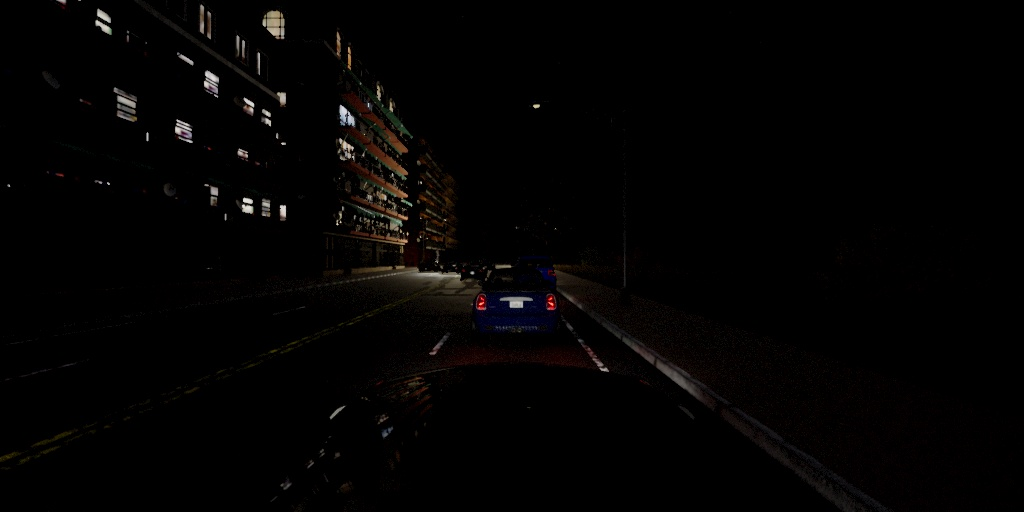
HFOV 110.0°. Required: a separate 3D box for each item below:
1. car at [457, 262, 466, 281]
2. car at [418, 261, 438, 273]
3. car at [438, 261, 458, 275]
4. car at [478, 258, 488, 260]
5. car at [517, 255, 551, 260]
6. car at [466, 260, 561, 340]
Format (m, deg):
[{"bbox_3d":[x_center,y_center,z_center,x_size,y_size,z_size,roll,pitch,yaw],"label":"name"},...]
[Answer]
[{"bbox_3d":[-3.155,1.312,30.515,1.994,1.385,4.181,0,0,0],"label":"car"},{"bbox_3d":[-9.855,1.310,43.189,1.994,1.385,4.181,0,0,0],"label":"car"},{"bbox_3d":[-6.607,1.272,39.839,1.812,1.442,4.674,0,0,0],"label":"car"},{"bbox_3d":[-3.152,1.309,45.937,1.994,1.385,4.181,0,0,0],"label":"car"},{"bbox_3d":[1.133,0.975,19.711,2.150,2.045,5.566,0,0,0],"label":"car"},{"bbox_3d":[0.096,1.102,10.136,2.097,1.767,4.553,0,0,0],"label":"car"}]
